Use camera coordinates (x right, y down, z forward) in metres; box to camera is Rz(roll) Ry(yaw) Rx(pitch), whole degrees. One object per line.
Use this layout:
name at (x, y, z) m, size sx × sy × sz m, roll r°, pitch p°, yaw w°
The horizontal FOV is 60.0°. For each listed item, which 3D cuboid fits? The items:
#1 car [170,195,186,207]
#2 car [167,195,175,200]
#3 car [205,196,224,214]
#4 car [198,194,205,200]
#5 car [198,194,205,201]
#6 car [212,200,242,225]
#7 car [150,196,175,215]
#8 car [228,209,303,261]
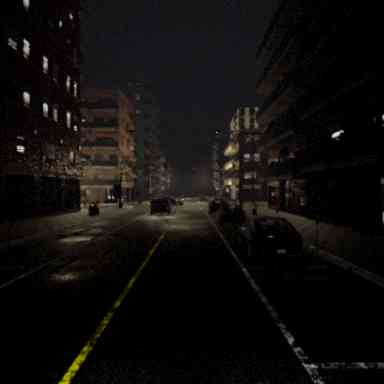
car at (-3.621, 1.606, 50.499) m, size 4.892 × 1.490 × 1.837 m, roll 0°, pitch 1°, yaw 0°
car at (-5.663, 1.493, 89.689) m, size 1.752 × 1.417 × 4.829 m, roll -1°, pitch 0°, yaw 0°
car at (2.680, 1.419, 34.865) m, size 1.967 × 1.590 × 4.097 m, roll -1°, pitch 0°, yaw 0°
car at (2.683, 1.408, 95.492) m, size 1.967 × 1.590 × 4.097 m, roll -1°, pitch 0°, yaw 0°
car at (2.682, 1.408, 84.151) m, size 1.967 × 1.590 × 4.097 m, roll -1°, pitch 0°, yaw 0°
car at (2.681, 1.529, 23.496) m, size 1.887 × 1.381 × 4.507 m, roll -1°, pitch 0°, yaw 0°
car at (-3.057, 1.457, 33.706) m, size 1.882 × 1.535 × 5.008 m, roll 0°, pitch 0°, yaw 0°
car at (2.681, 1.542, 12.125) m, size 2.008 × 1.369 × 4.403 m, roll -1°, pitch 0°, yaw 0°
